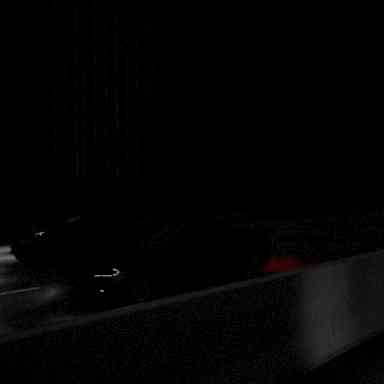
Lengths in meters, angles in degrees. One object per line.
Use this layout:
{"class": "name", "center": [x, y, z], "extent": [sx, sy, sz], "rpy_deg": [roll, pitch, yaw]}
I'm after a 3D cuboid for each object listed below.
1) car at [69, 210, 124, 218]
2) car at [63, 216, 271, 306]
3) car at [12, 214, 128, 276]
{"class": "car", "center": [-4.291, 1.496, 13.831], "extent": [4.674, 1.442, 1.812], "rpy_deg": [0, 0, -36]}
{"class": "car", "center": [-0.231, 1.447, 8.128], "extent": [5.008, 1.535, 1.882], "rpy_deg": [0, 0, -36]}
{"class": "car", "center": [-2.968, 1.577, 10.474], "extent": [4.718, 1.301, 1.895], "rpy_deg": [0, 0, -36]}
